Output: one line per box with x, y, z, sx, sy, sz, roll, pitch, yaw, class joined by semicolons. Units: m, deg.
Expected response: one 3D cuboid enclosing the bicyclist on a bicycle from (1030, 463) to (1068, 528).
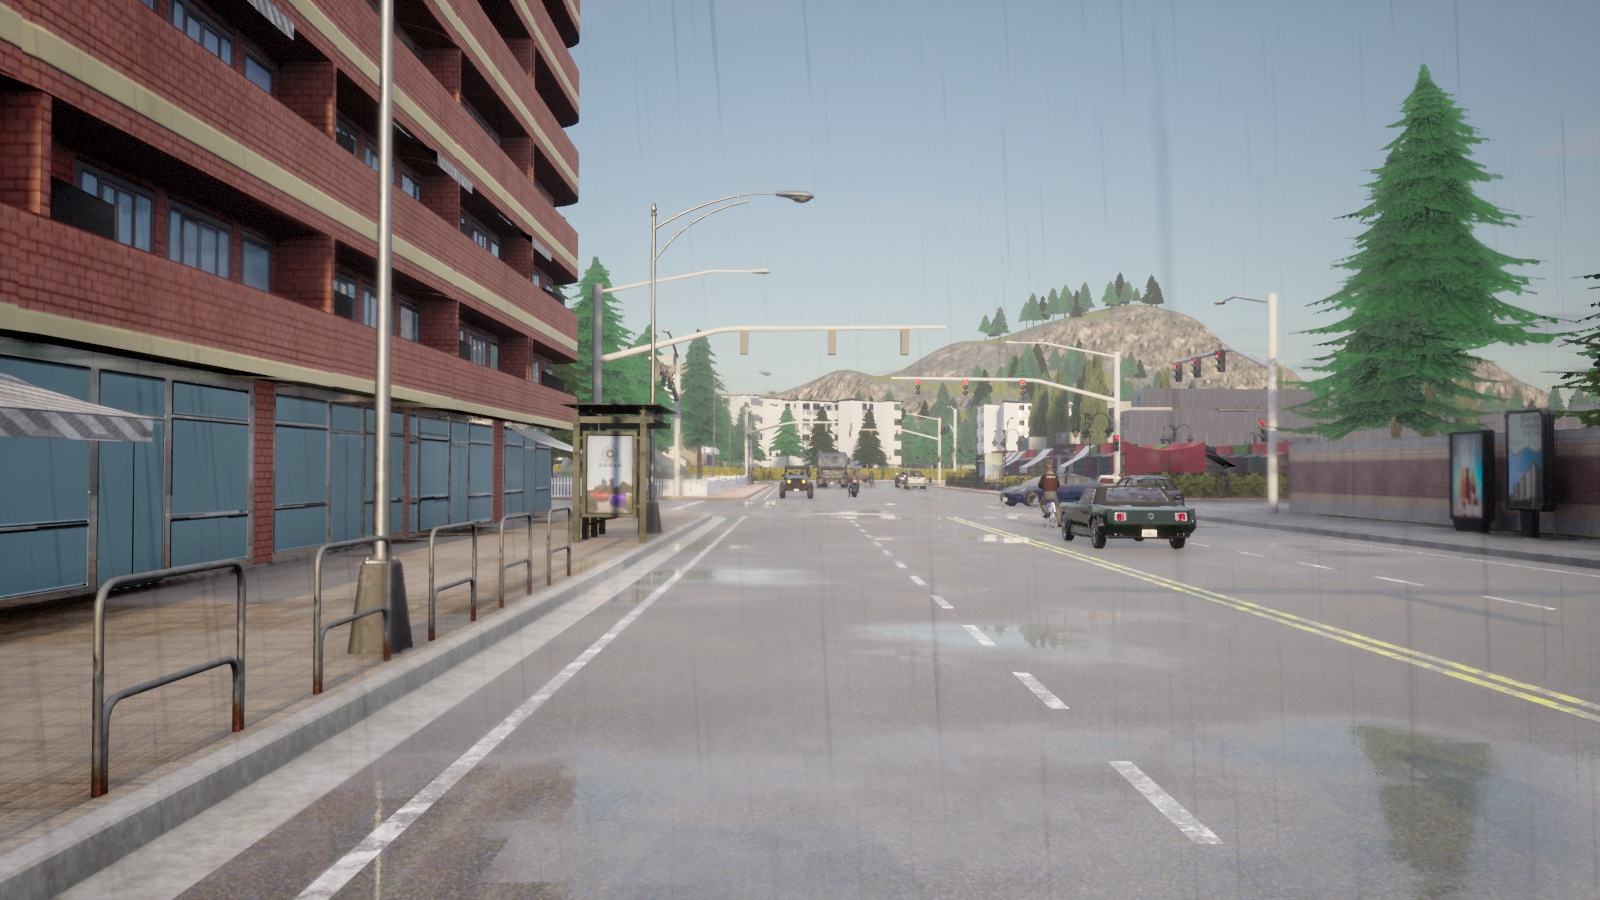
6.908;1.242;34.922;0.659;1.776;1.843;0;-1;0;bicyclist on a bicycle

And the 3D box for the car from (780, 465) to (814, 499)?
-0.188;1.817;72.000;1.905;1.878;3.866;0;-1;0;car

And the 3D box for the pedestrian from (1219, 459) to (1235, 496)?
22.037;1.410;64.794;0.692;1.930;0.396;0;-1;2;pedestrian

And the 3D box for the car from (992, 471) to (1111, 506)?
11.206;1.697;56.059;4.792;1.488;2.163;0;-1;-22;car

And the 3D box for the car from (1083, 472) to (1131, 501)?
15.147;1.803;61.941;2.207;1.376;1.481;-1;0;17;car

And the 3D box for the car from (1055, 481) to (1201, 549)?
6.929;1.340;27.048;1.895;1.301;4.718;0;-1;0;car

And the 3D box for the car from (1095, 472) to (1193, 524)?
10.400;1.428;38.265;1.816;1.474;4.193;0;-1;0;car
